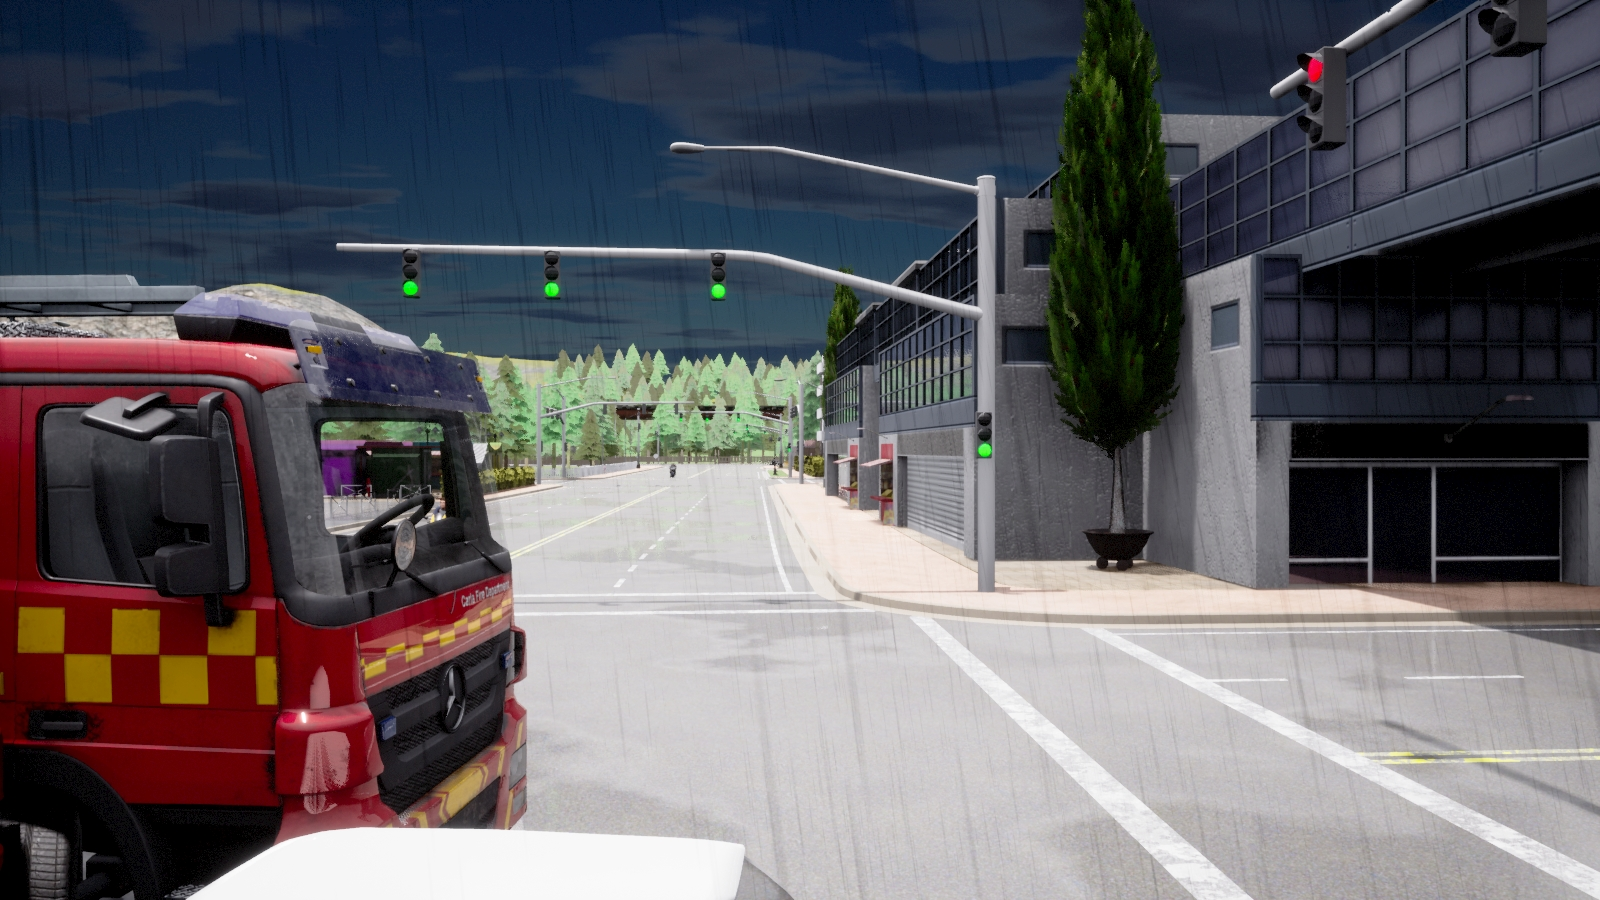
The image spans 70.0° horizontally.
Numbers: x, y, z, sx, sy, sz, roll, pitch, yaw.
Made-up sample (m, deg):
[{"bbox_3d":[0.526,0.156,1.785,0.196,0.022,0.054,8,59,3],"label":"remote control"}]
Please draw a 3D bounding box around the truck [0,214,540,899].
[{"bbox_3d":[-6.102,0.890,6.659,8.468,3.827,2.891,0,0,4],"label":"truck"}]

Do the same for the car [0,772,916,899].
[{"bbox_3d":[-1.549,2.065,3.579,3.806,1.475,1.970,0,0,5],"label":"car"}]

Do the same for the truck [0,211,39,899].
[{"bbox_3d":[-7.587,0.890,3.490,8.468,3.827,2.891,0,0,-3],"label":"truck"}]
